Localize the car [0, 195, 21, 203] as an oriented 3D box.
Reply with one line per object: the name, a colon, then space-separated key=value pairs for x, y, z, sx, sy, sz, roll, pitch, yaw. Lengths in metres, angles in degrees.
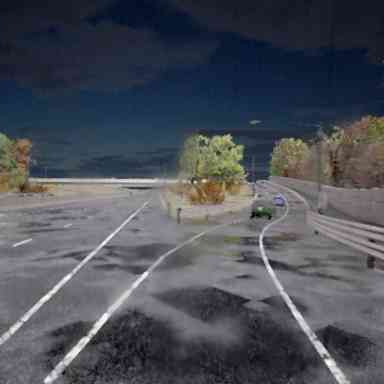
car: x=-35.238 y=1.250 z=64.310 sx=2.033 sy=1.411 sz=5.357 roll=0 pitch=0 yaw=-6

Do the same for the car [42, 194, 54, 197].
car: x=-28.336 y=1.234 z=65.636 sx=1.837 sy=1.490 sz=4.892 roll=0 pitch=0 yaw=-6

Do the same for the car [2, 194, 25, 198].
car: x=-26.847 y=1.136 z=50.637 sx=2.097 sy=1.767 sz=4.553 roll=0 pitch=0 yaw=-5

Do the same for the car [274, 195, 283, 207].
car: x=16.163 y=1.941 z=62.650 sx=1.994 sy=1.385 sz=4.181 roll=1 pitch=2 yaw=15

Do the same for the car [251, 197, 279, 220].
car: x=7.974 y=1.933 z=36.928 sx=2.150 sy=2.045 sz=5.566 roll=1 pitch=-1 yaw=20

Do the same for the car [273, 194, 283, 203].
car: x=18.580 y=1.280 z=72.021 sx=1.882 sy=1.535 sz=5.008 roll=1 pitch=4 yaw=13
